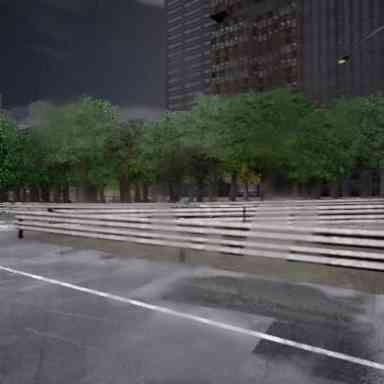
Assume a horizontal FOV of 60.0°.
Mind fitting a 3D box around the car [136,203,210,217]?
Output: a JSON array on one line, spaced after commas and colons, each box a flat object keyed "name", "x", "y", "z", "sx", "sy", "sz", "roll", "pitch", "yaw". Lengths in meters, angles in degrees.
[{"name": "car", "x": -1.300, "y": 1.459, "z": 21.856, "sx": 4.902, "sy": 1.511, "sz": 2.128, "roll": -1, "pitch": 0, "yaw": 11}]

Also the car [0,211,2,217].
[{"name": "car", "x": -17.234, "y": 1.700, "z": 25.747, "sx": 4.718, "sy": 1.301, "sz": 1.895, "roll": 0, "pitch": 0, "yaw": 19}]
